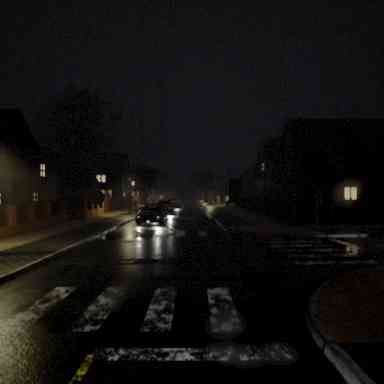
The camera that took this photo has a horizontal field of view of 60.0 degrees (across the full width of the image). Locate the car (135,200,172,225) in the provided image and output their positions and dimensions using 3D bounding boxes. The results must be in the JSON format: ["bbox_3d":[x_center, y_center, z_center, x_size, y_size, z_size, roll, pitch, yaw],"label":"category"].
[{"bbox_3d":[-2.861,1.551,24.387,2.033,1.411,5.357,0,0,0],"label":"car"}]

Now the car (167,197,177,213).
[{"bbox_3d":[-2.866,1.539,34.379,1.812,1.442,4.674,0,0,0],"label":"car"}]

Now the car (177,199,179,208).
[{"bbox_3d":[-2.861,1.539,48.486,1.882,1.535,5.008,0,0,0],"label":"car"}]
